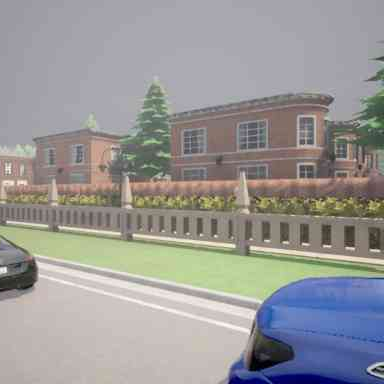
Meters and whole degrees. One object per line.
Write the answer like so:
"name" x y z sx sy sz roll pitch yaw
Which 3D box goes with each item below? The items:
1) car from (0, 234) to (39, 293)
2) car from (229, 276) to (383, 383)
"car" -5.506 1.564 7.877 4.181 1.385 1.994 0 0 36
"car" 2.956 1.219 1.881 5.566 2.045 2.150 0 0 36
